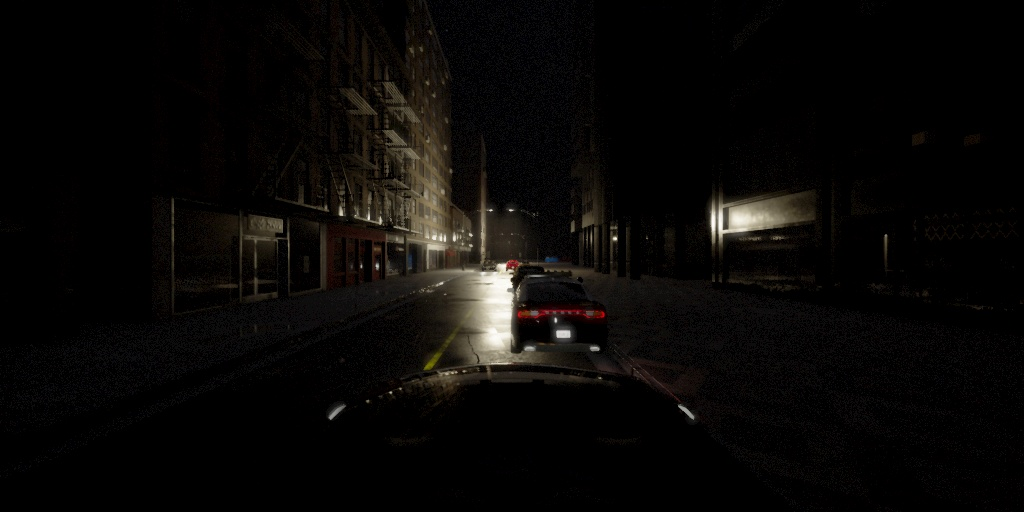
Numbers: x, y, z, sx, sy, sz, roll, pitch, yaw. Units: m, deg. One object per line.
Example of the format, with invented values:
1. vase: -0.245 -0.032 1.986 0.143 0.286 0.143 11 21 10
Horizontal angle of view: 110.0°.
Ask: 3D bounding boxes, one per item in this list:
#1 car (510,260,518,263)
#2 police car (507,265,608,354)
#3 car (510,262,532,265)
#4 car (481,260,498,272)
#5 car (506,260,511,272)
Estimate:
1. car: 0.952 1.207 24.993 1.801 1.575 5.366 0 0 0
2. police car: 0.914 1.174 8.912 1.930 1.638 5.238 0 0 0
3. car: 0.938 1.254 18.802 1.837 1.490 4.892 0 0 0
4. car: -2.899 1.275 46.197 1.837 1.490 4.892 0 0 0
5. car: 0.143 1.297 47.403 1.812 1.442 4.674 0 0 1
